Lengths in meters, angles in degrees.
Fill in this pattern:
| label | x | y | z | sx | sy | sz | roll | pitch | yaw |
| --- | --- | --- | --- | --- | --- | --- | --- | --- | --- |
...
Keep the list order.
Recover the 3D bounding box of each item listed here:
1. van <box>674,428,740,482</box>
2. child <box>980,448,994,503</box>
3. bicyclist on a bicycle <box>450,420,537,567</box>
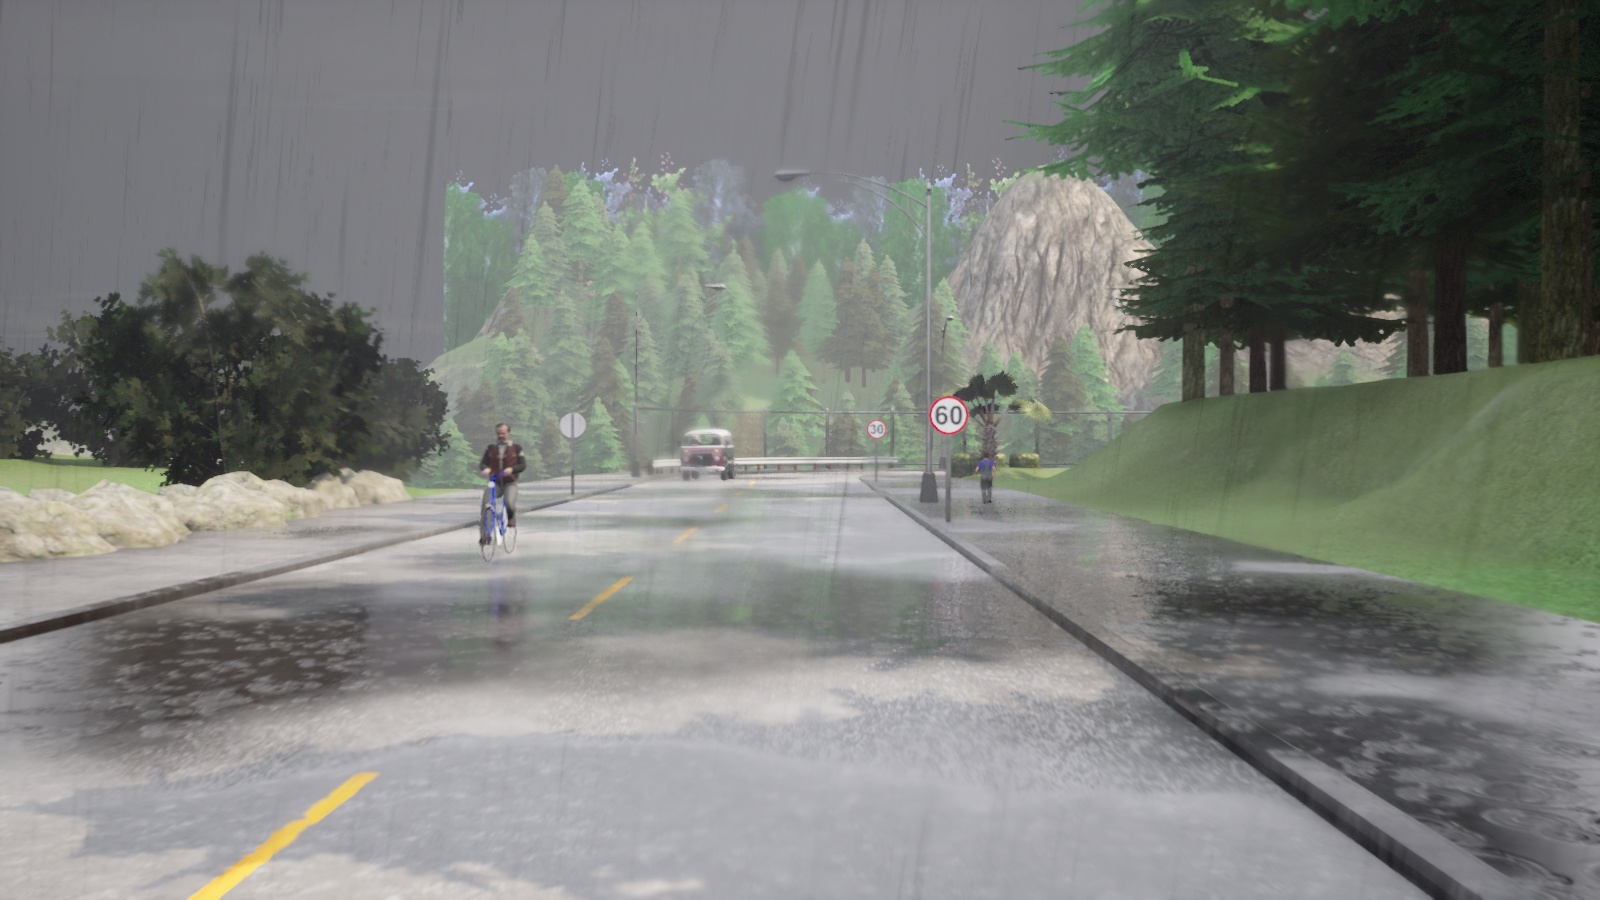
| label | x | y | z | sx | sy | sz | roll | pitch | yaw |
| --- | --- | --- | --- | --- | --- | --- | --- | --- | --- |
| van | -3.658 | 0.185 | 50.074 | 2.069 | 2.038 | 4.480 | 0 | 0 | 3 |
| child | 4.303 | 0.577 | 28.846 | 0.270 | 1.263 | 0.437 | 0 | 0 | 2 |
| bicyclist on a bicycle | -3.892 | 0.523 | 16.081 | 0.659 | 1.776 | 1.843 | 0 | 0 | 0 |
